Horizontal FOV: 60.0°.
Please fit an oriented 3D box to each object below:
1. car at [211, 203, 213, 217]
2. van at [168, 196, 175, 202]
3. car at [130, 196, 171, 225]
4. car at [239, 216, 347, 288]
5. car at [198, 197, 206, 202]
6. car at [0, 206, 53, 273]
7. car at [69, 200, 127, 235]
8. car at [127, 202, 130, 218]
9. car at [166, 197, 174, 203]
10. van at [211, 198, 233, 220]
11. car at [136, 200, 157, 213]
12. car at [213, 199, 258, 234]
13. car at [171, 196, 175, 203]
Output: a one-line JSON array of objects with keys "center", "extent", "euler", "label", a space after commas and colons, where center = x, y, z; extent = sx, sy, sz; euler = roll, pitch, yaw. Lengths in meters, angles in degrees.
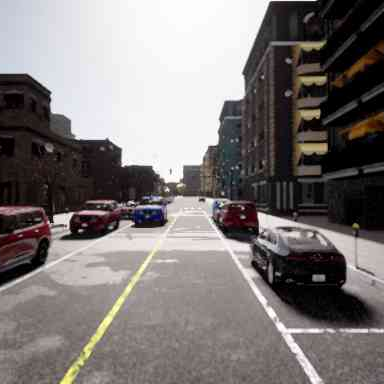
[{"center": [2.710, 1.599, 25.487], "extent": [1.967, 1.590, 4.097], "euler": [1, 0, 0], "label": "car"}, {"center": [-5.657, 1.900, 91.042], "extent": [1.690, 1.788, 3.998], "euler": [1, 0, 0], "label": "van"}, {"center": [-3.095, 1.383, 25.908], "extent": [2.150, 2.045, 5.566], "euler": [0, 0, 0], "label": "car"}, {"center": [2.705, 1.610, 9.265], "extent": [2.008, 1.369, 4.403], "euler": [1, 0, 0], "label": "car"}, {"center": [2.721, 2.000, 91.100], "extent": [1.967, 1.590, 4.097], "euler": [1, 0, 0], "label": "car"}, {"center": [-5.670, 1.374, 9.275], "extent": [2.192, 1.841, 5.009], "euler": [1, 0, 0], "label": "car"}, {"center": [-5.669, 1.441, 20.089], "extent": [2.192, 1.841, 5.009], "euler": [1, 0, 0], "label": "car"}, {"center": [-5.669, 1.632, 30.903], "extent": [1.967, 1.590, 4.097], "euler": [1, 0, 0], "label": "car"}, {"center": [-5.662, 2.069, 85.353], "extent": [1.887, 1.381, 4.507], "euler": [1, 0, 0], "label": "car"}, {"center": [2.713, 1.533, 30.895], "extent": [1.690, 1.788, 3.998], "euler": [1, 0, 0], "label": "van"}, {"center": [-5.670, 1.810, 41.716], "extent": [2.008, 1.369, 4.403], "euler": [1, 0, 0], "label": "car"}, {"center": [2.711, 1.441, 20.081], "extent": [2.192, 1.841, 5.009], "euler": [1, 0, 0], "label": "car"}, {"center": [-5.740, 2.035, 79.671], "extent": [1.887, 1.381, 4.507], "euler": [1, 0, 0], "label": "car"}]
